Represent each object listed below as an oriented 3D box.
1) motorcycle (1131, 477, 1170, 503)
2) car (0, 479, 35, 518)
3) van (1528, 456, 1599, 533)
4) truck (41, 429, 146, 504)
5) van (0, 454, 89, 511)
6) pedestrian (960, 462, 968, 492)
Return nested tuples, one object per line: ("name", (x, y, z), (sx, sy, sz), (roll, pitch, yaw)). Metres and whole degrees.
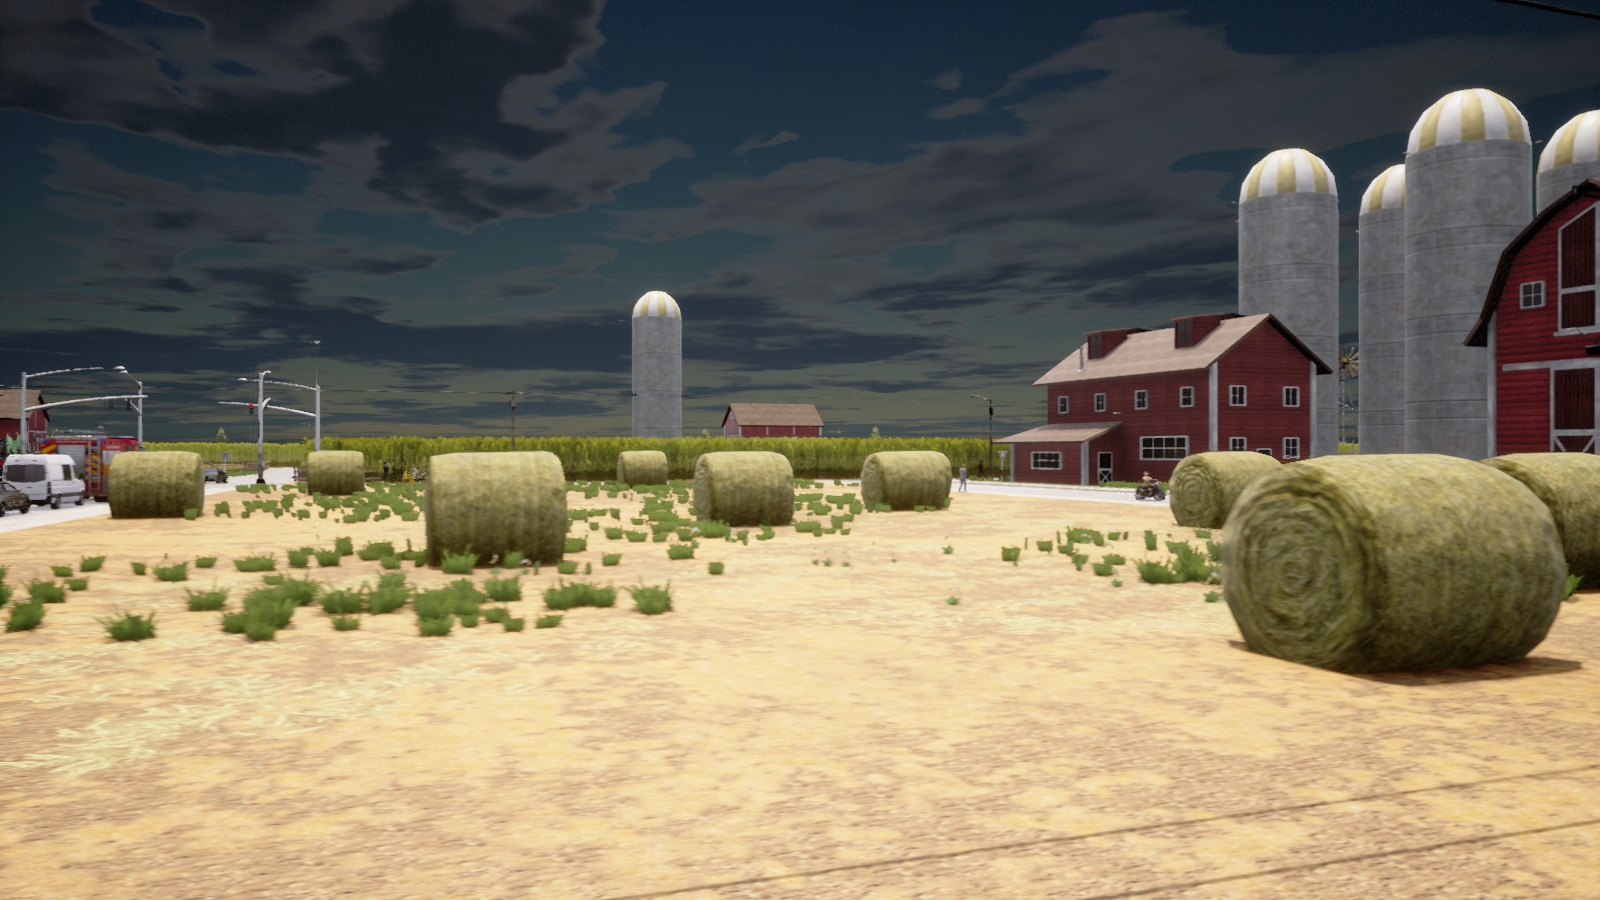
("motorcycle", (18.946, 2.132, 61.804), (0.764, 1.307, 2.356), (0, 0, -21))
("car", (-34.055, 2.029, 48.233), (1.816, 1.474, 4.193), (0, 0, -17))
("van", (27.967, 1.512, 38.368), (1.988, 2.561, 5.915), (0, 0, -21))
("truck", (-38.557, 0.855, 62.671), (2.891, 3.827, 8.468), (0, 0, -17))
("van", (-36.087, 1.498, 54.762), (1.988, 2.561, 5.915), (0, 0, -17))
("pedestrian", (10.132, 1.673, 70.685), (0.375, 1.860, 0.375), (0, 0, -25))
